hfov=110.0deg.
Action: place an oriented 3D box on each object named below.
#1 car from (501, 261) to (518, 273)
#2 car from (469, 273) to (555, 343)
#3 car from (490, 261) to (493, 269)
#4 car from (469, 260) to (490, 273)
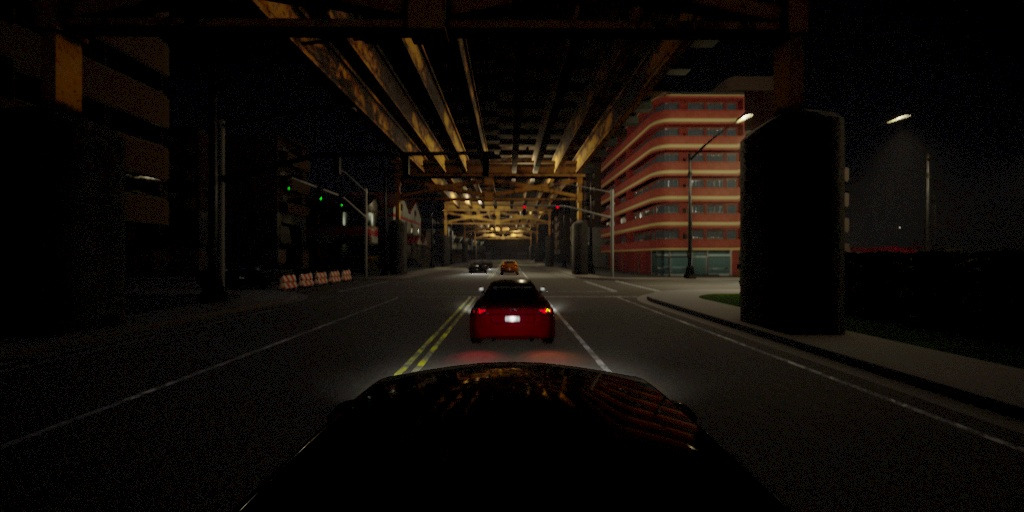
[{"bbox_3d":[-0.277,1.254,40.980,1.882,1.535,5.008,0,0,-1],"label":"car"},{"bbox_3d":[0.002,1.319,9.694,1.994,1.385,4.181,0,0,0],"label":"car"},{"bbox_3d":[-4.129,1.376,58.780,1.895,1.301,4.718,0,0,0],"label":"car"},{"bbox_3d":[-3.985,1.342,42.584,1.994,1.385,4.181,0,0,0],"label":"car"}]
